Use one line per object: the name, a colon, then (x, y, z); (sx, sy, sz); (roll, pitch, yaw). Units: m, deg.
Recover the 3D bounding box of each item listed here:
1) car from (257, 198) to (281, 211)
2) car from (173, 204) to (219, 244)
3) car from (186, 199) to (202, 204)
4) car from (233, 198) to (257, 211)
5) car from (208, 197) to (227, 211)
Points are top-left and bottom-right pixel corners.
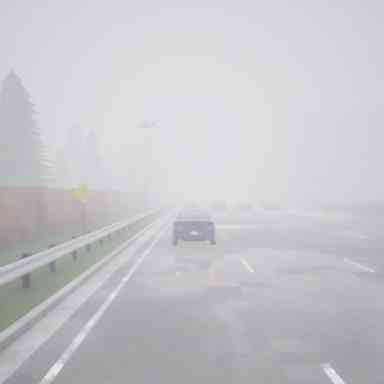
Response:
car: (10.472, 1.848, 44.429); (1.994, 1.385, 4.181); (0, 0, 0)
car: (0.090, 1.585, 16.383); (1.882, 1.535, 5.008); (0, 0, 0)
car: (-0.022, 1.885, 43.456); (1.895, 1.301, 4.718); (0, 0, 0)
car: (6.974, 1.886, 44.422); (1.895, 1.301, 4.718); (0, 0, 0)
car: (3.476, 1.780, 44.332); (2.128, 1.511, 4.902); (0, 0, 0)
